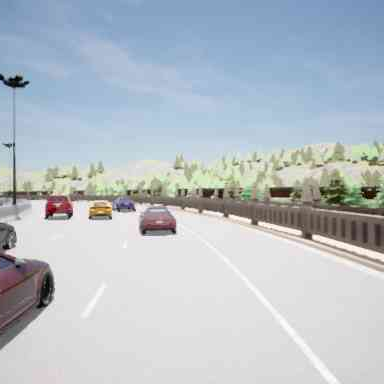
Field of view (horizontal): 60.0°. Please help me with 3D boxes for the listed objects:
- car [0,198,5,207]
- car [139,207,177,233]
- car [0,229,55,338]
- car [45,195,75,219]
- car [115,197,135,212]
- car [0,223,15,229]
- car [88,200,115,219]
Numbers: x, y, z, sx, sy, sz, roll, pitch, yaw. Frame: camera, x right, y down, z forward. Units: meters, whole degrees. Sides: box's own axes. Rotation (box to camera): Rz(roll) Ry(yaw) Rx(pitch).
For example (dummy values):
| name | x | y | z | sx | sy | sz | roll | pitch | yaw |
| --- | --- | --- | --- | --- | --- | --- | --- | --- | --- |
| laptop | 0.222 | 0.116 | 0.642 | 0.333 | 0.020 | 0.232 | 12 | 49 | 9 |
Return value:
| name | x | y | z | sx | sy | sz | roll | pitch | yaw |
| --- | --- | --- | --- | --- | --- | --- | --- | --- | --- |
| car | -29.070 | 1.633 | 49.601 | 1.812 | 1.442 | 4.674 | 0 | 0 | -32 |
| car | -2.100 | 1.572 | 19.694 | 1.994 | 1.385 | 4.181 | 0 | 0 | -11 |
| car | -3.759 | 1.578 | 5.229 | 1.994 | 1.385 | 4.181 | 0 | 0 | -3 |
| car | -12.036 | 1.266 | 30.359 | 2.150 | 2.045 | 5.566 | 0 | 0 | -18 |
| car | -8.329 | 1.383 | 40.224 | 2.097 | 1.767 | 4.553 | 0 | 0 | -22 |
| car | -7.848 | 1.521 | 11.570 | 2.128 | 1.511 | 4.902 | 0 | 0 | -7 |
| car | -8.281 | 1.509 | 29.950 | 1.882 | 1.535 | 5.008 | 0 | 0 | -17 |
